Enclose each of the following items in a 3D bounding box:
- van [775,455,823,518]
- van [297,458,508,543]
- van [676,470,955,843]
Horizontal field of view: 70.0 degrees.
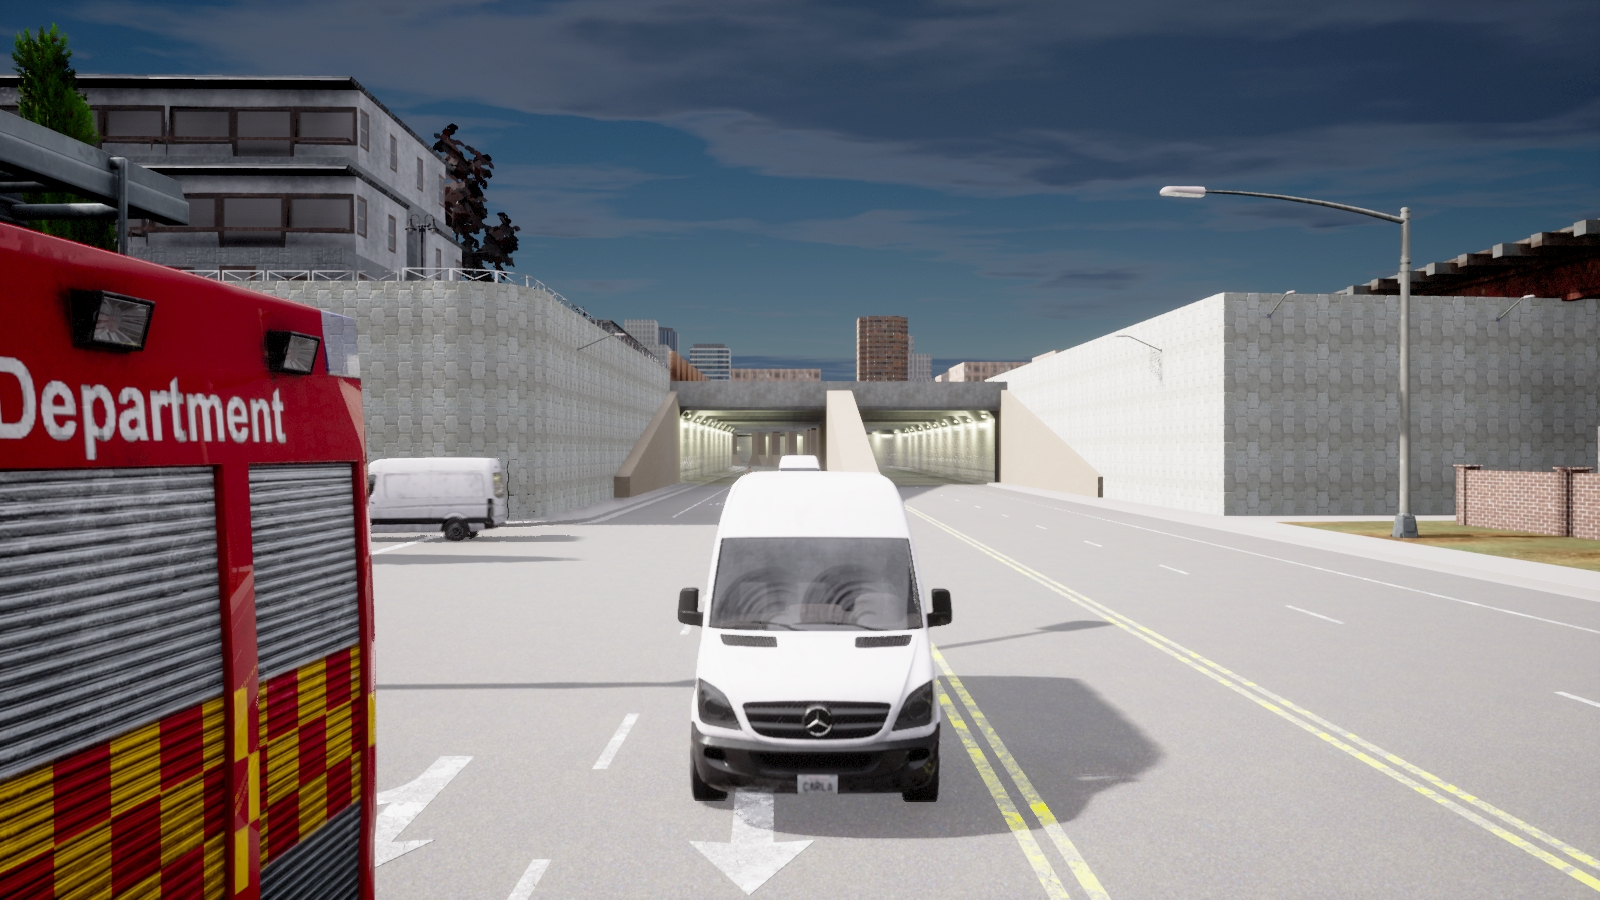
[{"bbox_3d":[-0.042,1.534,49.981,1.988,2.561,5.915,0,0,0],"label":"van"},{"bbox_3d":[-12.334,1.534,35.782,5.915,2.561,1.988,0,0,-3],"label":"van"},{"bbox_3d":[0.118,1.531,11.149,1.988,2.561,5.915,0,0,0],"label":"van"}]
